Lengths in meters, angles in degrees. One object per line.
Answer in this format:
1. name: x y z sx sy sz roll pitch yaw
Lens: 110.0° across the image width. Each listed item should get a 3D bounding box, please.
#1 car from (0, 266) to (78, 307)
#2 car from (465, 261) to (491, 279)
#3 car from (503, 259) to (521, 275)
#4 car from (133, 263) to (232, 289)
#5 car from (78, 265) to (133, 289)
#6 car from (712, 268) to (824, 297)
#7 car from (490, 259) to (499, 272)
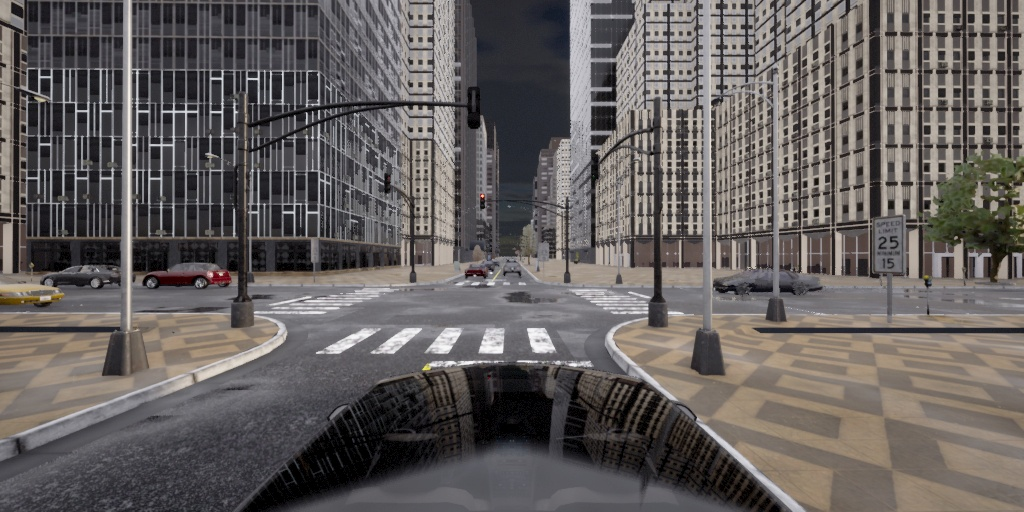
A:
1. car: -18.922 1.165 12.639 4.829 1.417 1.751 0 0 -1
2. car: -3.154 1.350 32.375 1.895 1.301 4.718 0 0 -1
3. car: 0.021 1.296 38.457 2.033 1.411 5.357 0 0 0
4. car: -19.251 1.112 21.273 4.097 1.591 1.967 0 0 -1
5. car: -24.927 1.189 21.139 4.403 1.370 2.007 0 0 -1
6. car: 13.400 1.373 19.159 5.357 1.411 2.033 0 0 -1
7. car: -3.192 1.295 46.552 2.033 1.411 5.357 0 0 0
